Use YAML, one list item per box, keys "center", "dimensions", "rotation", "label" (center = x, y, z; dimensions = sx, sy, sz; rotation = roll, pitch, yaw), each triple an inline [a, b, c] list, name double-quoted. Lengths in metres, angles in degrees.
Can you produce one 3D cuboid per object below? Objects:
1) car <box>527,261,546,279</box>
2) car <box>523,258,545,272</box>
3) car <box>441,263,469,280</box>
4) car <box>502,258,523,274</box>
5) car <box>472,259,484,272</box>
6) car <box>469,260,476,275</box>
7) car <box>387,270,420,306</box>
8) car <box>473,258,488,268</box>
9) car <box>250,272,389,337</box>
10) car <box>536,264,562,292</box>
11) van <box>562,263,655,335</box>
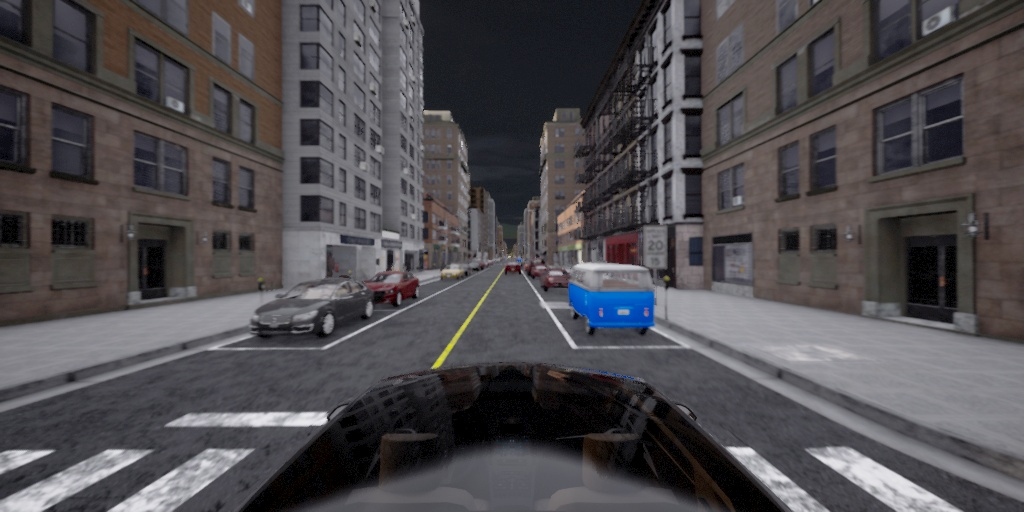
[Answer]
- center: [2.638, 1.414, 33.035]
  dimensions: [1.802, 1.307, 4.207]
  rotation: [0, 0, 0]
  label: "car"
- center: [2.638, 1.161, 38.716]
  dimensions: [2.192, 1.841, 5.009]
  rotation: [0, 0, 0]
  label: "car"
- center: [-5.387, 1.389, 32.859]
  dimensions: [1.751, 1.417, 4.829]
  rotation: [0, 0, 0]
  label: "car"
- center: [0.100, 1.344, 42.479]
  dimensions: [1.882, 1.535, 5.008]
  rotation: [0, 0, 0]
  label: "car"
- center: [-5.386, 1.473, 50.074]
  dimensions: [1.948, 1.339, 4.313]
  rotation: [0, 0, 0]
  label: "car"
- center: [-5.387, 1.444, 38.711]
  dimensions: [1.948, 1.339, 4.313]
  rotation: [0, 0, 0]
  label: "car"
- center: [-5.389, 1.356, 15.983]
  dimensions: [1.888, 1.381, 4.507]
  rotation: [0, 0, 0]
  label: "car"
- center: [-5.385, 1.237, 55.756]
  dimensions: [2.192, 1.841, 5.009]
  rotation: [0, 0, 0]
  label: "car"
- center: [-5.389, 1.343, 10.301]
  dimensions: [2.007, 1.370, 4.403]
  rotation: [0, 0, 0]
  label: "car"
- center: [2.637, 1.380, 21.671]
  dimensions: [1.802, 1.307, 4.207]
  rotation: [0, 0, 0]
  label: "car"
- center: [2.636, 1.102, 10.309]
  dimensions: [1.690, 1.789, 3.998]
  rotation: [0, 0, 0]
  label: "van"
